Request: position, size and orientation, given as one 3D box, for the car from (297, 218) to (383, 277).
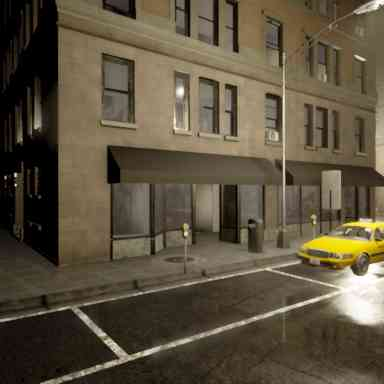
[{"bbox_3d":[5.234,1.524,10.255,4.829,1.417,1.752,0,0,-35],"label":"car"}]
